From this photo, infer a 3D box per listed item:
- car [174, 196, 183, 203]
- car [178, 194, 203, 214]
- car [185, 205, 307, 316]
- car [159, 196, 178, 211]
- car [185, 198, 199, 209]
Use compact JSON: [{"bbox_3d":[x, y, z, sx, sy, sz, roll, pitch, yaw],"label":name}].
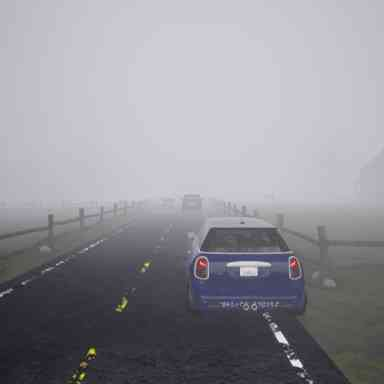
[{"bbox_3d":[-2.886,1.560,70.584,1.812,1.442,4.674,0,0,0],"label":"car"},{"bbox_3d":[-0.001,1.223,35.046,2.150,2.045,5.566,0,0,0],"label":"car"},{"bbox_3d":[0.947,1.349,7.682,2.097,1.767,4.553,0,0,0],"label":"car"},{"bbox_3d":[-2.928,1.533,41.003,1.812,1.442,4.674,0,0,0],"label":"car"},{"bbox_3d":[-0.040,1.537,46.361,1.812,1.442,4.674,0,0,0],"label":"car"}]
